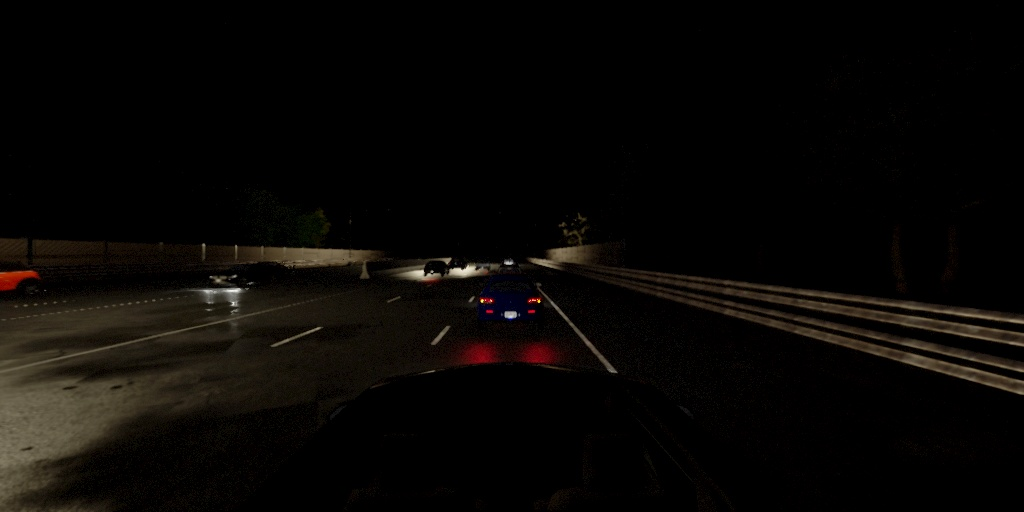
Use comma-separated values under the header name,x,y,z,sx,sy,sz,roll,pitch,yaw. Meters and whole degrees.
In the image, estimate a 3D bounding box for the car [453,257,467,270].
name,x,y,z,sx,sy,sz,roll,pitch,yaw
car,-7.446,0.992,49.367,2.097,1.767,4.553,0,0,-1

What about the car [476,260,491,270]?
name,x,y,z,sx,sy,sz,roll,pitch,yaw
car,-3.954,1.240,49.883,1.895,1.301,4.718,0,0,-1

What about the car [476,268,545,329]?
name,x,y,z,sx,sy,sz,roll,pitch,yaw
car,-0.046,1.253,11.028,1.812,1.442,4.674,0,0,0

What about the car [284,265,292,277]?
name,x,y,z,sx,sy,sz,roll,pitch,yaw
car,-21.377,1.230,31.034,2.033,1.411,5.357,0,0,-1

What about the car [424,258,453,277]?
name,x,y,z,sx,sy,sz,roll,pitch,yaw
car,-7.231,1.177,34.684,1.837,1.490,4.892,0,0,-1

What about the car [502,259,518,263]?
name,x,y,z,sx,sy,sz,roll,pitch,yaw
car,-0.188,1.172,31.772,2.128,1.511,4.902,0,0,-1

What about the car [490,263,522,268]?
name,x,y,z,sx,sy,sz,roll,pitch,yaw
car,-0.150,1.304,21.650,1.895,1.301,4.718,0,0,-1

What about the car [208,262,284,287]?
name,x,y,z,sx,sy,sz,roll,pitch,yaw
car,-17.772,1.224,23.982,1.812,1.442,4.674,0,0,-1

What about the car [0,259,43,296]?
name,x,y,z,sx,sy,sz,roll,pitch,yaw
car,-24.652,1.048,15.989,2.097,1.767,4.553,1,1,-1
